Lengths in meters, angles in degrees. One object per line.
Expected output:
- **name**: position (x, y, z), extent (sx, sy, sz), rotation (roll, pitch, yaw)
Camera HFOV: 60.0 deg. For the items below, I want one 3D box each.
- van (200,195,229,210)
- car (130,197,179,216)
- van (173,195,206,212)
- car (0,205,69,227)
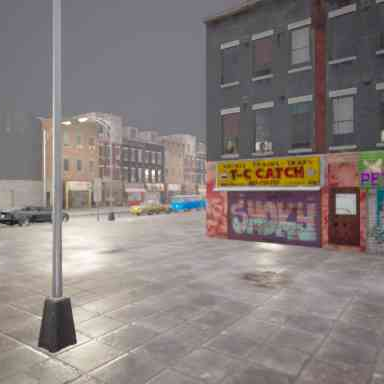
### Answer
- **van**: position (2.824, 1.233, 40.503), extent (1.690, 1.788, 3.998), rotation (0, 0, 35)
- **car**: position (-3.654, 1.448, 31.429), extent (1.752, 1.417, 4.829), rotation (0, 0, 35)
- **van**: position (-0.464, 1.248, 35.897), extent (1.690, 1.788, 3.998), rotation (0, 0, 35)
- **car**: position (-10.331, 1.522, 22.077), extent (1.947, 1.339, 4.313), rotation (0, 0, 35)
